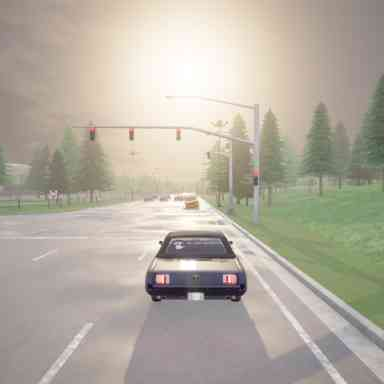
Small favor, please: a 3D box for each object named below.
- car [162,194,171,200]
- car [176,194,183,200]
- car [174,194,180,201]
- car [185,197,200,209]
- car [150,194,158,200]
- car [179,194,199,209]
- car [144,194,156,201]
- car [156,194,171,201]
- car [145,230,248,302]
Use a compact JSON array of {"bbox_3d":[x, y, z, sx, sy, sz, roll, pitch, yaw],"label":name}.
[{"bbox_3d":[-6.835,1.372,90.954,2.033,1.411,5.357,0,0,0],"label":"car"},{"bbox_3d":[-3.335,1.357,90.948,1.812,1.442,4.674,0,0,0],"label":"car"},{"bbox_3d":[-3.353,1.545,80.945,1.994,1.385,4.181,0,0,0],"label":"car"},{"bbox_3d":[0.083,1.591,49.899,2.033,1.411,5.357,0,2,0],"label":"car"},{"bbox_3d":[-10.335,1.332,90.961,1.837,1.490,4.892,0,0,0],"label":"car"},{"bbox_3d":[-0.229,1.063,46.500,1.882,1.535,5.008,-10,16,-4],"label":"car"},{"bbox_3d":[-10.354,1.531,80.541,2.033,1.411,5.357,0,0,0],"label":"car"},{"bbox_3d":[-6.854,1.531,80.534,2.033,1.411,5.357,0,0,0],"label":"car"},{"bbox_3d":[0.094,1.601,8.234,1.895,1.301,4.718,0,0,0],"label":"car"}]
